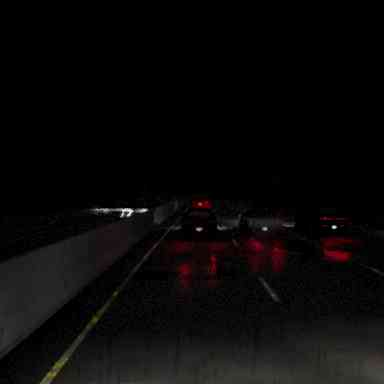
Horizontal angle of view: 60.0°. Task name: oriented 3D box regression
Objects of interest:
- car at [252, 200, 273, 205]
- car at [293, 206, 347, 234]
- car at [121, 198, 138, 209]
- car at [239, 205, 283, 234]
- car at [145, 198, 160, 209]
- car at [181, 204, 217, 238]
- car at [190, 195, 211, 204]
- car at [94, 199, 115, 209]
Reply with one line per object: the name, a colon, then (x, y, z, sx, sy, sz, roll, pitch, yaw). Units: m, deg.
car: (7.949, 1.629, 37.301, 2.128, 1.511, 4.902, 0, 0, 2)
car: (7.450, 1.578, 19.697, 1.837, 1.490, 4.892, 0, 0, 2)
car: (-9.369, 1.674, 49.973, 2.128, 1.511, 4.902, 0, 0, 2)
car: (3.952, 1.674, 19.919, 1.895, 1.301, 4.718, 0, 0, 2)
car: (-5.873, 1.674, 49.868, 2.128, 1.511, 4.902, 0, 0, 2)
car: (0.392, 1.592, 18.070, 1.812, 1.442, 4.674, 0, 0, 1)
car: (0.935, 1.355, 36.518, 2.150, 2.045, 5.566, 0, 0, 2)
car: (-12.883, 1.727, 49.472, 2.033, 1.411, 5.357, 0, 0, 2)
